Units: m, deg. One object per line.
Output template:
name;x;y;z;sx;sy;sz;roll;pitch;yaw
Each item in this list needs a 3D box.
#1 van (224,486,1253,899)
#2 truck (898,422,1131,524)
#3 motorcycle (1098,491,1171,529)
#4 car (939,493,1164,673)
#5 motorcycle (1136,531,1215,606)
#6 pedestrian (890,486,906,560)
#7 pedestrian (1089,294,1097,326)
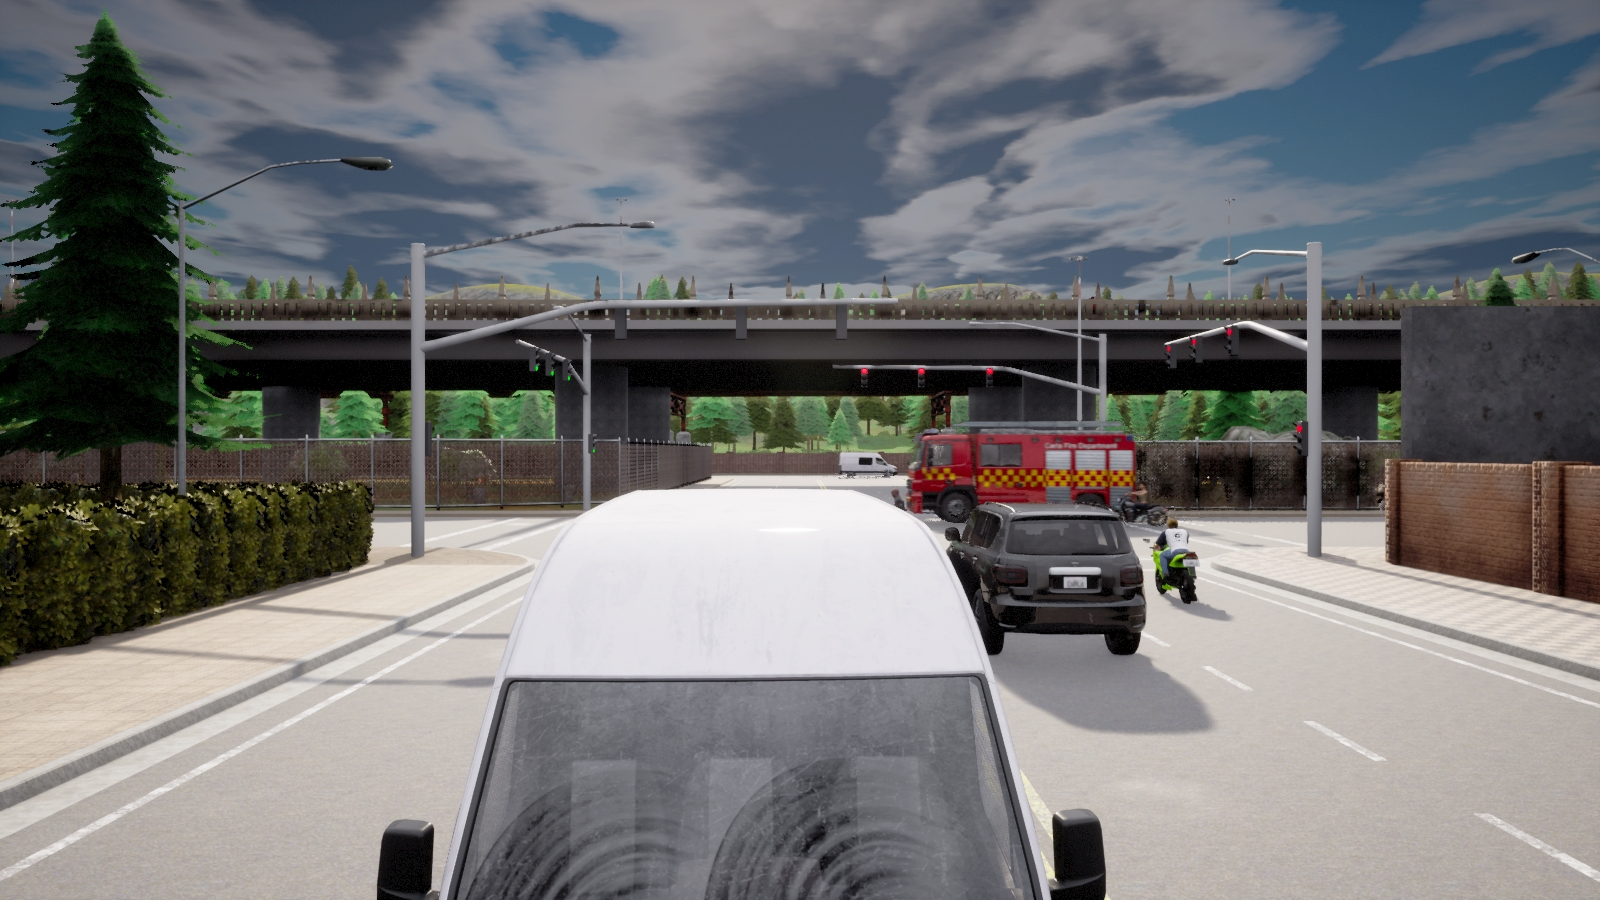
van;-0.245;1.535;5.164;1.988;2.561;5.915;0;0;-3
truck;8.165;0.857;44.254;8.468;3.827;2.891;0;0;0
motorcycle;11.831;2.128;40.502;2.356;1.277;0.764;-1;0;0
car;3.496;1.780;17.139;2.150;2.045;5.566;0;0;0
motorcycle;6.995;2.187;21.401;0.803;1.199;2.033;0;0;0
pedestrian;2.485;1.842;28.922;0.375;1.860;0.375;0;0;-1
pedestrian;17.374;-8.300;67.728;0.375;1.860;0.375;0;0;0
